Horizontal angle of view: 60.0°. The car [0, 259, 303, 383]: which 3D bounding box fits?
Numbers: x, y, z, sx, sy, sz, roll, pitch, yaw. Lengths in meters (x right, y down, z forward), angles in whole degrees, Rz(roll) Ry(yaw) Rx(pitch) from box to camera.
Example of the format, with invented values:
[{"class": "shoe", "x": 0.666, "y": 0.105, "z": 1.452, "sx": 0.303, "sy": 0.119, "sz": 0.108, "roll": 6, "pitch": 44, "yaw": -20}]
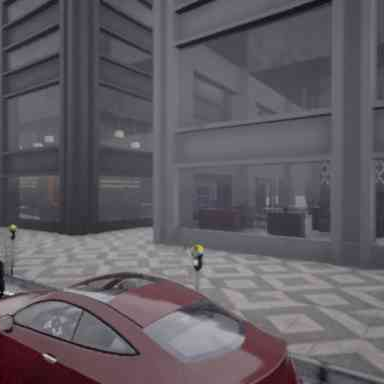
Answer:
[{"class": "car", "x": -0.976, "y": 1.582, "z": 3.657, "sx": 4.206, "sy": 1.307, "sz": 1.802, "roll": 0, "pitch": 0, "yaw": 36}]
